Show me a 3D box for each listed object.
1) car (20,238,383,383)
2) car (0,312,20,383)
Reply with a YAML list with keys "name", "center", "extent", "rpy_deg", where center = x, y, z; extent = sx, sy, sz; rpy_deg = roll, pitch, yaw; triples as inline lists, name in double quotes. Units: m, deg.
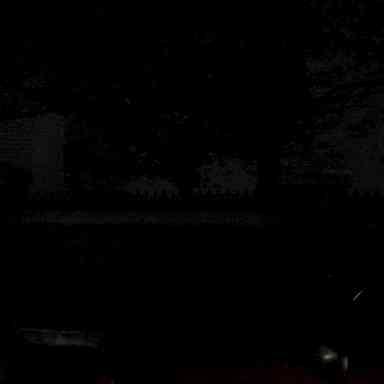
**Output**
- name: "car"
  center: [1.634, 1.350, 2.705]
  extent: [5.009, 1.841, 2.192]
  rpy_deg: [0, -1, 7]
- name: "car"
  center: [-3.882, 1.594, 3.412]
  extent: [4.206, 1.307, 1.802]
  rpy_deg: [0, -1, 7]
